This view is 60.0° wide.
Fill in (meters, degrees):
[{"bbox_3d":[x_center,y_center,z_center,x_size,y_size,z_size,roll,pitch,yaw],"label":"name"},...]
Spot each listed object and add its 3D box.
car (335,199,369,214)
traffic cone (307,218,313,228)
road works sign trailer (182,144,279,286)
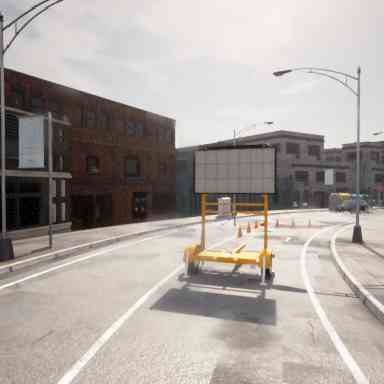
[{"bbox_3d":[17.746,1.566,36.845,4.892,1.490,1.837,0,1,-36],"label":"car"},{"bbox_3d":[7.481,1.981,21.154,0.340,0.580,0.340,1,0,22],"label":"traffic cone"},{"bbox_3d":[1.251,0.462,9.677,2.380,3.560,2.880,0,0,20],"label":"road works sign trailer"}]
